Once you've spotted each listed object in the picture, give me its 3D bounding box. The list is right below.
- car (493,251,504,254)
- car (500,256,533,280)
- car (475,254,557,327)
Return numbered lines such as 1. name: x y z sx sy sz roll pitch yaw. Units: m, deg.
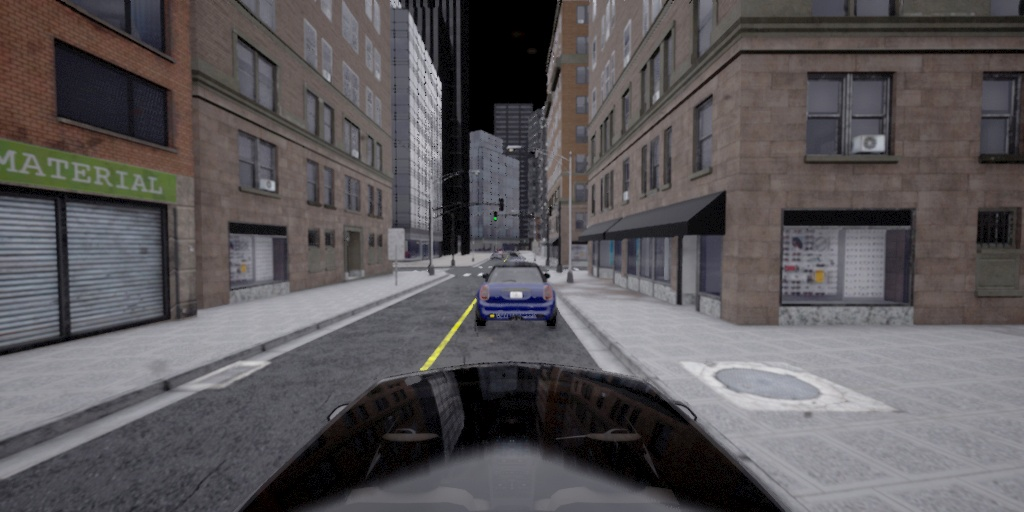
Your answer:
1. car: -2.794 0.071 64.002 1.994 1.385 4.181 0 2 1
2. car: 0.461 0.818 26.845 2.128 1.511 4.902 0 1 5
3. car: 0.131 0.947 10.991 2.097 1.767 4.553 0 1 1
